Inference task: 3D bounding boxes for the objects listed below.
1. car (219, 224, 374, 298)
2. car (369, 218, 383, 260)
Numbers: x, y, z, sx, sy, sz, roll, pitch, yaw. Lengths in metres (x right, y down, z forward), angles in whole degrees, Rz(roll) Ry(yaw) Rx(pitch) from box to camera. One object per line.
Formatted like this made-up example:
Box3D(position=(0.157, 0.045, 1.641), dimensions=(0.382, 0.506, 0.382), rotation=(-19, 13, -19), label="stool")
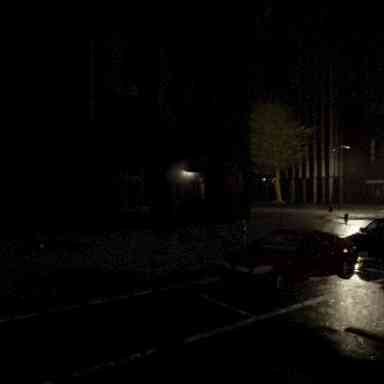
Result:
Box3D(position=(2.611, 1.598, 8.514), dimensions=(4.206, 1.307, 1.802), rotation=(0, 0, -35), label="car")
Box3D(position=(7.199, 1.596, 11.788), dimensions=(4.313, 1.339, 1.947), rotation=(0, 0, -35), label="car")
